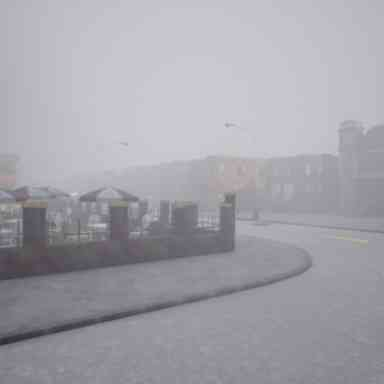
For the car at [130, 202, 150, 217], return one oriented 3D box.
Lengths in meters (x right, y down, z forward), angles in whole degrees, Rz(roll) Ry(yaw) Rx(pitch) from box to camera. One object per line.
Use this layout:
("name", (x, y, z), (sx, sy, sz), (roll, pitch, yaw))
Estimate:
("car", (-5.936, 1.583, 32.956), (1.882, 1.535, 5.008), (1, 0, -35))
